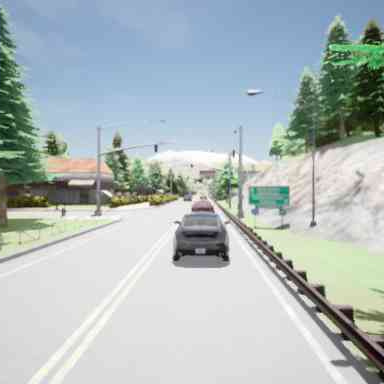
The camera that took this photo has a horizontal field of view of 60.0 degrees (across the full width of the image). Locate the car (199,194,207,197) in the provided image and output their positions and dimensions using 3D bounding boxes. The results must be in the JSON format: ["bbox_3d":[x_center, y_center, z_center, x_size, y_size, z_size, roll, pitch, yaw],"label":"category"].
[{"bbox_3d":[2.721,1.233,80.408,1.882,1.535,5.008,0,0,2],"label":"car"}]

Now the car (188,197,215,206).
[{"bbox_3d":[0.883,1.460,27.433,1.882,1.535,5.008,0,0,2],"label":"car"}]

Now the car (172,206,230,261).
[{"bbox_3d":[0.359,1.500,12.344,1.837,1.490,4.892,0,0,2],"label":"car"}]

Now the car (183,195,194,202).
[{"bbox_3d":[-0.994,1.439,74.394,1.837,1.490,4.892,0,0,2],"label":"car"}]

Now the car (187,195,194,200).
[{"bbox_3d":[-0.441,1.436,90.027,1.812,1.442,4.674,0,0,2],"label":"car"}]
